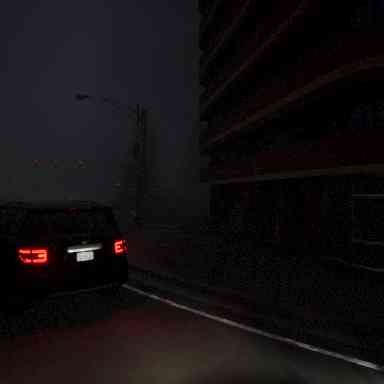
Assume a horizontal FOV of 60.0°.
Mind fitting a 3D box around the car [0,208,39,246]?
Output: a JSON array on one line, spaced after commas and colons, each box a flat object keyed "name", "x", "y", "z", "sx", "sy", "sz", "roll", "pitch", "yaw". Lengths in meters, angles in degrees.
[{"name": "car", "x": -8.449, "y": 1.564, "z": 15.879, "sx": 1.994, "sy": 1.385, "sz": 4.181, "roll": 0, "pitch": 0, "yaw": -26}]

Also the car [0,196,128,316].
[{"name": "car", "x": -3.583, "y": 1.221, "z": 7.907, "sx": 2.150, "sy": 2.045, "sz": 5.566, "roll": 0, "pitch": 0, "yaw": -40}]
